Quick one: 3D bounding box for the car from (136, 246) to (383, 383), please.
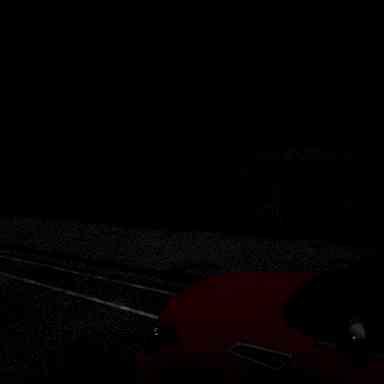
[{"bbox_3d":[2.154,1.217,2.148,5.566,2.045,2.150,-1,0,36],"label":"car"}]
